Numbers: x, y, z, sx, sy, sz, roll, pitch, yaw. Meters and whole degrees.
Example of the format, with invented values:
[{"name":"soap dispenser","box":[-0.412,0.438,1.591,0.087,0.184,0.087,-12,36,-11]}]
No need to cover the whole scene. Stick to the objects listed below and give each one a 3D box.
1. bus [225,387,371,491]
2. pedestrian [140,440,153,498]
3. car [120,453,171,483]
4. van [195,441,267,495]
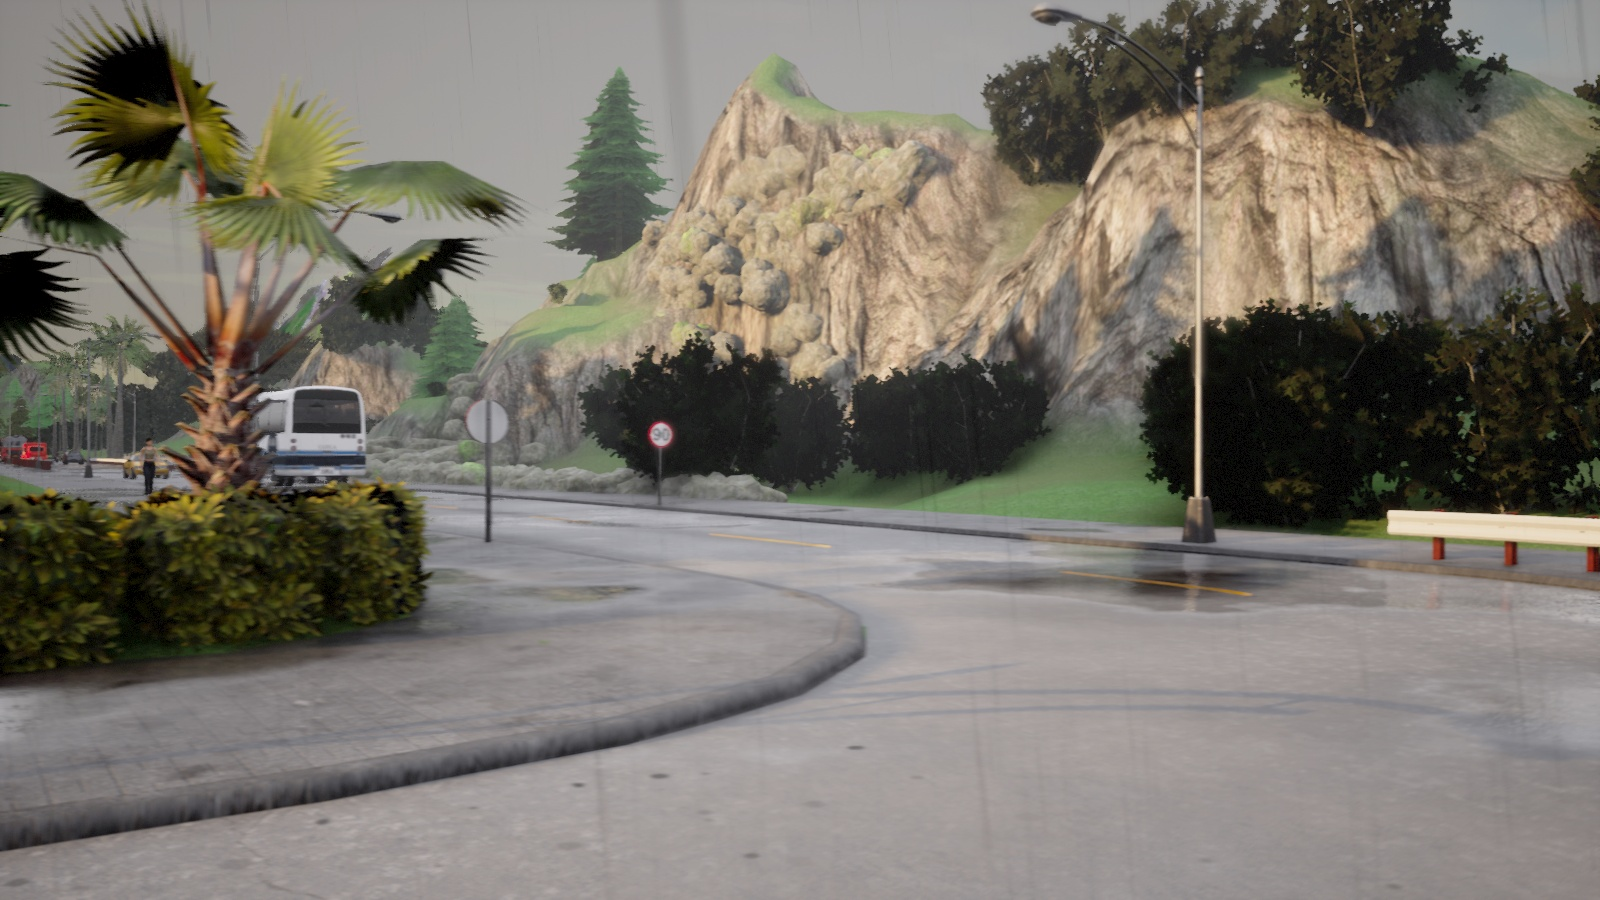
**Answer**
[{"name":"bus","box":[-22.910,-0.438,56.818,3.944,4.253,10.273,0,0,-35]},{"name":"pedestrian","box":[-20.778,0.599,39.936,0.345,1.836,0.594,0,0,-29]},{"name":"car","box":[-35.457,0.934,67.958,1.801,1.575,5.366,0,0,-35]},{"name":"van","box":[-21.956,0.667,48.394,1.775,1.987,4.442,0,0,-35]}]
